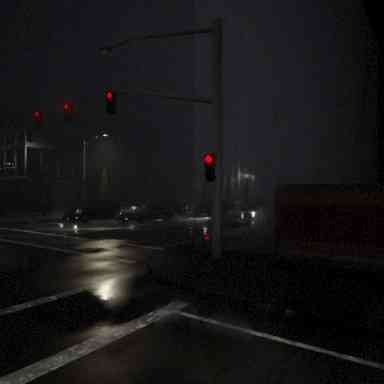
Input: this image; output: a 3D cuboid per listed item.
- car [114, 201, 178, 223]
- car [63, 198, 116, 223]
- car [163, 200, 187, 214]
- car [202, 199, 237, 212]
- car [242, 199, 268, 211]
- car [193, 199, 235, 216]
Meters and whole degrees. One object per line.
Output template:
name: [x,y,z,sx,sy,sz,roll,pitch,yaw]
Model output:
car: [-3.483,1.656,25.994,1.895,1.301,4.718,0,0,36]
car: [-7.748,1.407,26.047,2.097,1.767,4.553,0,0,36]
car: [-2.425,1.560,33.475,1.837,1.490,4.892,0,0,36]
car: [3.537,1.602,41.789,2.033,1.411,5.357,0,0,35]
car: [8.015,1.581,42.007,1.812,1.442,4.674,0,0,36]
car: [2.039,1.533,33.693,1.882,1.535,5.008,0,0,35]
